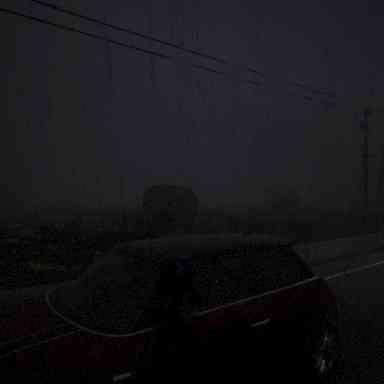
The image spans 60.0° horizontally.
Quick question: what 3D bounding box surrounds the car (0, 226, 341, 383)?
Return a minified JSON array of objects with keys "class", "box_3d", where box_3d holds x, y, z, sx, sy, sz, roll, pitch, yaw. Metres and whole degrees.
[{"class":"car","box_3d":[-0.346,1.353,3.752,4.553,1.767,2.097,0,0,-37]}]
